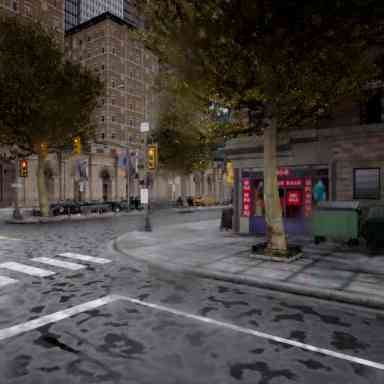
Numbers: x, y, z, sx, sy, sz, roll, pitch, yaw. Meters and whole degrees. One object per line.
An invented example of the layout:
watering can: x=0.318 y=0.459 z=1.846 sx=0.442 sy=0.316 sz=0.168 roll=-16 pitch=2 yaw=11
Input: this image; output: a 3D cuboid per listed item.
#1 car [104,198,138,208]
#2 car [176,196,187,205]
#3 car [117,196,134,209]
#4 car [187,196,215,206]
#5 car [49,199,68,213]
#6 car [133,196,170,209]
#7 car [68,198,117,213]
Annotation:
car: x=-10.206 y=1.595 z=47.937 sx=1.895 sy=1.301 sz=4.718 roll=0 pitch=0 yaw=36
car: x=-0.699 y=1.478 z=55.688 sx=1.882 sy=1.535 sz=5.008 roll=0 pitch=0 yaw=36
car: x=-7.932 y=1.352 z=45.703 sx=2.097 sy=1.767 sz=4.553 roll=0 pitch=0 yaw=36
car: x=1.833 y=1.478 z=53.215 sx=1.882 sy=1.535 sz=5.008 roll=0 pitch=0 yaw=36
car: x=-13.876 y=1.505 z=37.477 sx=1.837 sy=1.490 sz=4.892 roll=0 pitch=0 yaw=36
car: x=-4.965 y=1.505 z=43.832 sx=1.837 sy=1.490 sz=4.892 roll=0 pitch=0 yaw=36
car: x=-10.694 y=1.564 z=35.904 sx=1.994 sy=1.385 sz=4.181 roll=0 pitch=0 yaw=36
